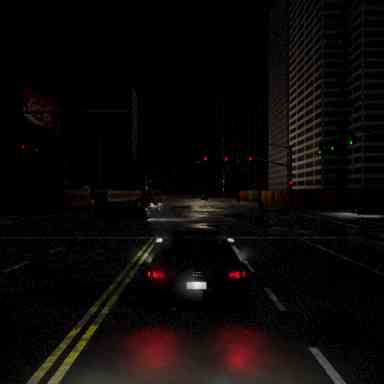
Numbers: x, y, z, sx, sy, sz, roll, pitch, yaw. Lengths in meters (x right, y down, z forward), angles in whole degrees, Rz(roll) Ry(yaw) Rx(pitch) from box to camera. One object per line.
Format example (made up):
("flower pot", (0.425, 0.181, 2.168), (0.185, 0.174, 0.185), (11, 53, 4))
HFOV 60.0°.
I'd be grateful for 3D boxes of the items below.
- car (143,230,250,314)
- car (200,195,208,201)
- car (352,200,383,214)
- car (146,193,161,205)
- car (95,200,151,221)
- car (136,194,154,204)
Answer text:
("car", (0.076, 1.564, 7.685), (1.994, 1.385, 4.181), (0, 0, 0))
("car", (3.268, 1.525, 87.523), (2.128, 1.511, 4.902), (0, 0, 0))
("car", (19.626, 1.547, 34.471), (5.357, 1.411, 2.033), (0, 0, 0))
("car", (-7.229, 1.221, 58.018), (2.150, 2.045, 5.566), (0, 0, 0))
("car", (-5.727, 1.564, 27.070), (4.181, 1.385, 1.994), (0, 0, 0))
("car", (-7.214, 1.491, 48.065), (2.128, 1.511, 4.902), (0, 0, 0))
